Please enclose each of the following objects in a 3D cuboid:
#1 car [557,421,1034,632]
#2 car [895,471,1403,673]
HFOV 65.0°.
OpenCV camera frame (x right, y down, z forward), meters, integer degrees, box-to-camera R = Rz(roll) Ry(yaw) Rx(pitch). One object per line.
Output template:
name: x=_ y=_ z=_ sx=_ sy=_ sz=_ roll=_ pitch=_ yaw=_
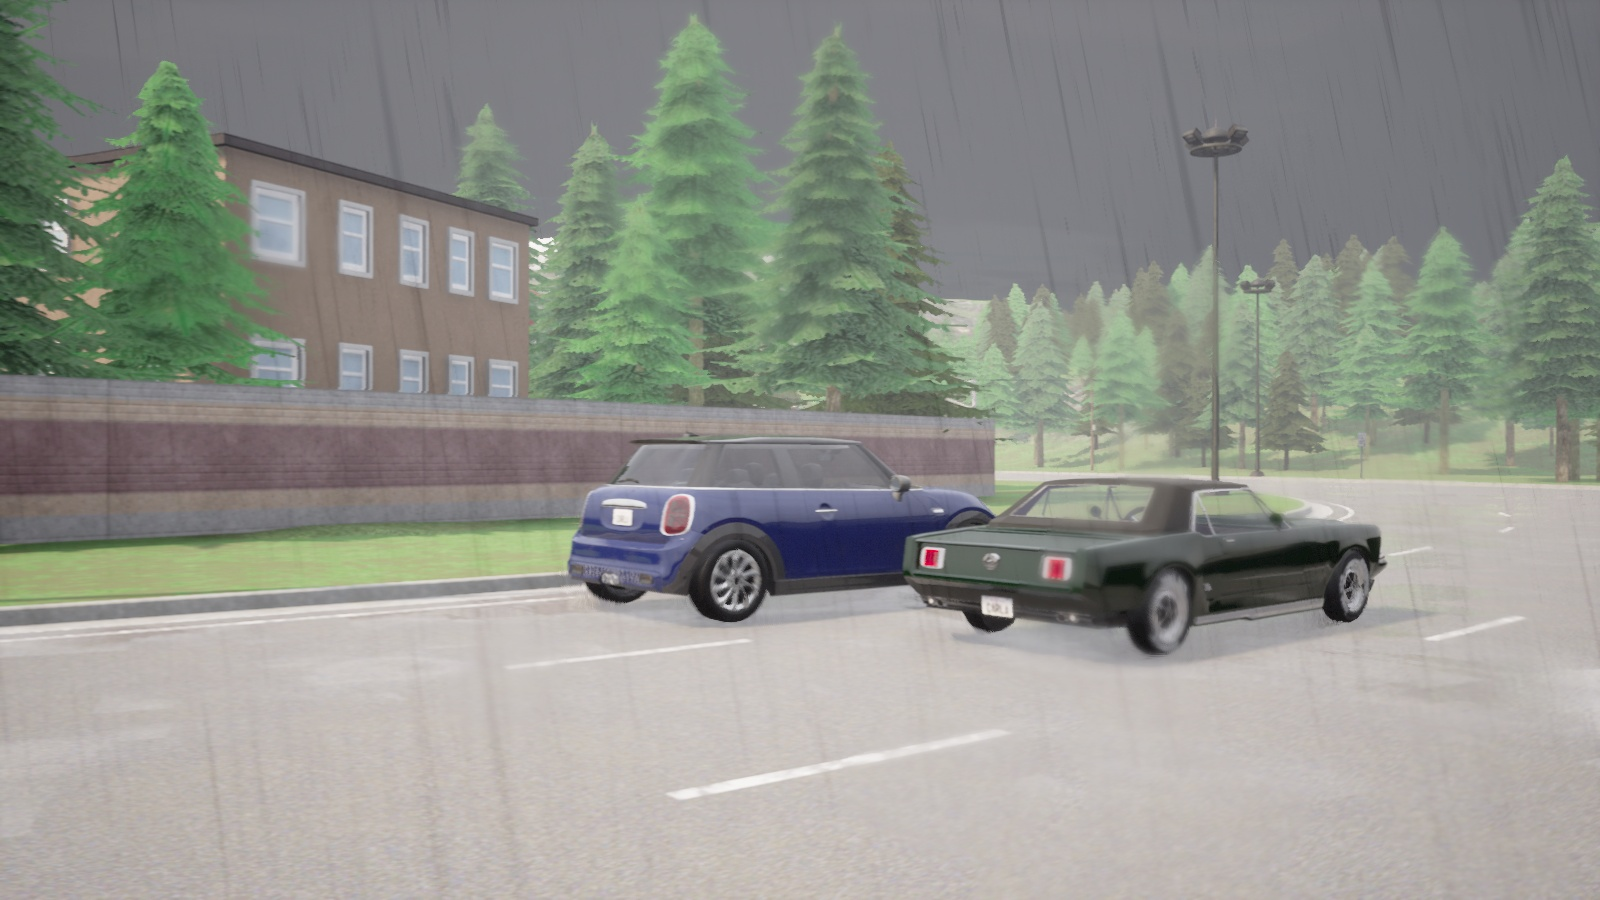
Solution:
car: x=0.079 y=0.641 z=12.776 sx=4.553 sy=1.767 sz=2.097 roll=0 pitch=0 yaw=-40
car: x=3.164 y=0.869 z=10.791 sx=4.718 sy=1.301 sz=1.895 roll=0 pitch=0 yaw=-41
